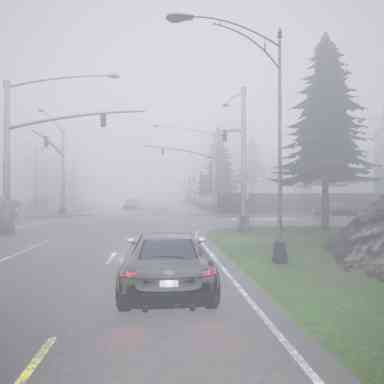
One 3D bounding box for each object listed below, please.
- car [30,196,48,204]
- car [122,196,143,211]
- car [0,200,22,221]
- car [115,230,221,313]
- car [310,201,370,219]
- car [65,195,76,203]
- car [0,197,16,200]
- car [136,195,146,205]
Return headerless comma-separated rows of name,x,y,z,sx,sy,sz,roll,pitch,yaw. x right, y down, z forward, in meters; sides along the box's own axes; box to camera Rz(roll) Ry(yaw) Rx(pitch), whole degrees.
car,-26.068,1.384,56.706,1.970,1.475,3.806,0,0,-5
car,-7.590,1.547,41.596,2.033,1.411,5.357,0,0,-6
car,-16.155,1.547,25.255,5.357,1.411,2.033,0,0,5
car,-0.584,1.564,7.784,1.994,1.385,4.181,0,0,-5
car,12.626,1.491,28.457,4.902,1.511,2.128,0,0,-7
car,-23.754,1.374,64.361,1.845,1.501,3.633,0,0,-5
car,-21.450,1.339,38.429,2.007,1.523,4.514,0,0,-5
car,-9.203,1.352,58.198,2.097,1.767,4.553,0,0,-5
